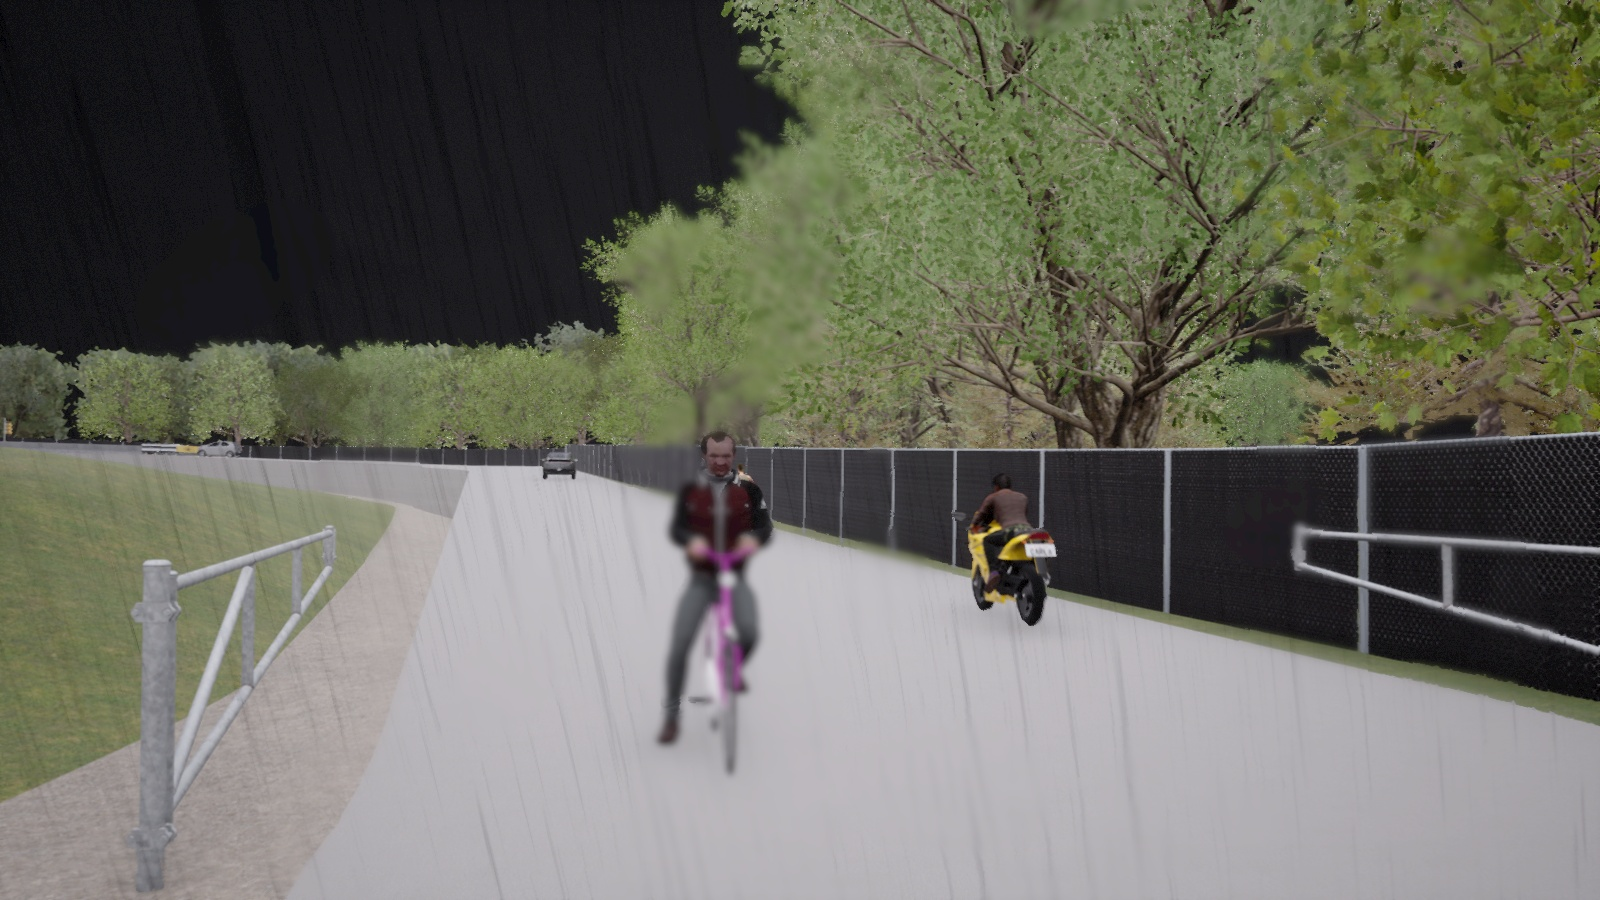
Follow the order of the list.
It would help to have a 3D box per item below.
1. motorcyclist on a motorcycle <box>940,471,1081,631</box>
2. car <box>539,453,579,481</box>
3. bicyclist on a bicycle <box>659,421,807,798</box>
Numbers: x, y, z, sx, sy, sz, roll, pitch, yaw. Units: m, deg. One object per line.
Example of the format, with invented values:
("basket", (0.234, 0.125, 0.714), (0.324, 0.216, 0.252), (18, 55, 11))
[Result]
("motorcyclist on a motorcycle", (2.142, 0.985, 13.107), (0.797, 1.523, 2.044), (0, -1, -11))
("car", (-13.705, 0.944, 71.564), (2.128, 1.511, 4.902), (0, 0, -10))
("bicyclist on a bicycle", (-0.422, 0.780, 6.881), (0.659, 1.776, 1.843), (0, -2, -8))
